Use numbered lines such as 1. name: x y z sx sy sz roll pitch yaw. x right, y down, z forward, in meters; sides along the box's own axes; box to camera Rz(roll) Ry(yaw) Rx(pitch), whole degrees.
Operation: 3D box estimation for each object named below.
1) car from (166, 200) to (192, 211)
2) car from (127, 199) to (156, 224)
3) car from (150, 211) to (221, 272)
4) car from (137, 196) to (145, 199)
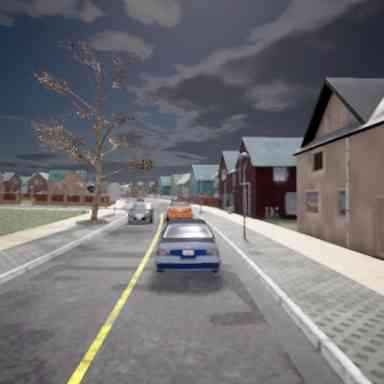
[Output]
1. car: -1.110 1.434 27.637 2.097 1.767 4.553 0 0 -4
2. car: -3.856 1.567 25.828 2.128 1.511 4.902 0 0 -4
3. car: -0.162 1.580 10.880 2.033 1.411 5.357 0 0 -2
4. car: -12.622 1.724 81.984 1.837 1.490 4.892 0 0 -13
